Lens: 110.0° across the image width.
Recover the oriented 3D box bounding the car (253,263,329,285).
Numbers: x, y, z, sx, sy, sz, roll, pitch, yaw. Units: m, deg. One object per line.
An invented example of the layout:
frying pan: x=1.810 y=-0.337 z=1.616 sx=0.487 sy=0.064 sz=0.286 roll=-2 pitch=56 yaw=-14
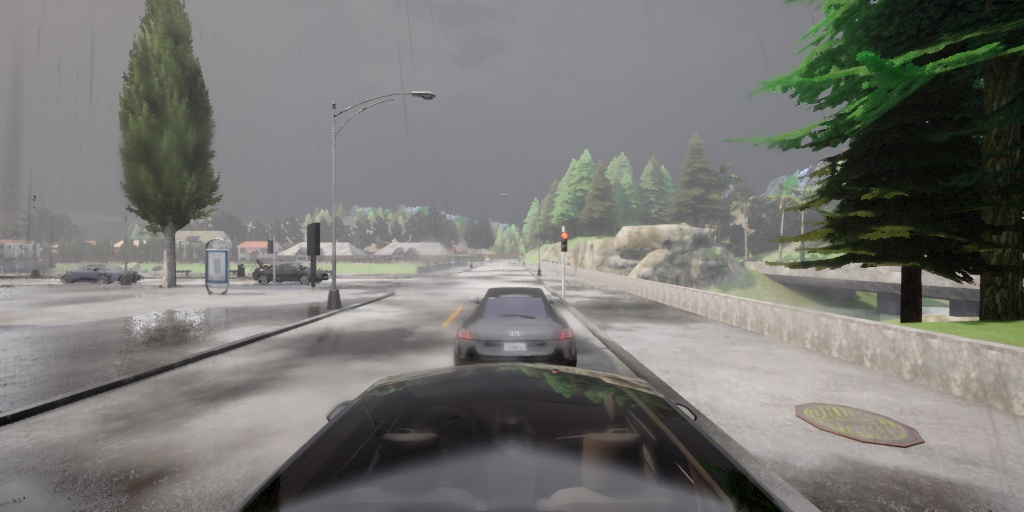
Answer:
car: x=-15.801 y=1.255 z=25.723 sx=4.892 sy=1.490 sz=1.837 roll=0 pitch=0 yaw=0

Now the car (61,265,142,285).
car: x=-29.353 y=1.315 z=25.734 sx=4.181 sy=1.385 sz=1.994 roll=0 pitch=0 yaw=0

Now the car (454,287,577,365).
car: x=0.063 y=1.314 z=7.307 sx=1.994 sy=1.385 sz=4.181 roll=0 pitch=0 yaw=0

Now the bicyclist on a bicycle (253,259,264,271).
bicyclist on a bicycle: x=-24.100 y=1.099 z=34.130 sx=0.582 sy=1.620 sz=1.656 roll=0 pitch=0 yaw=0
